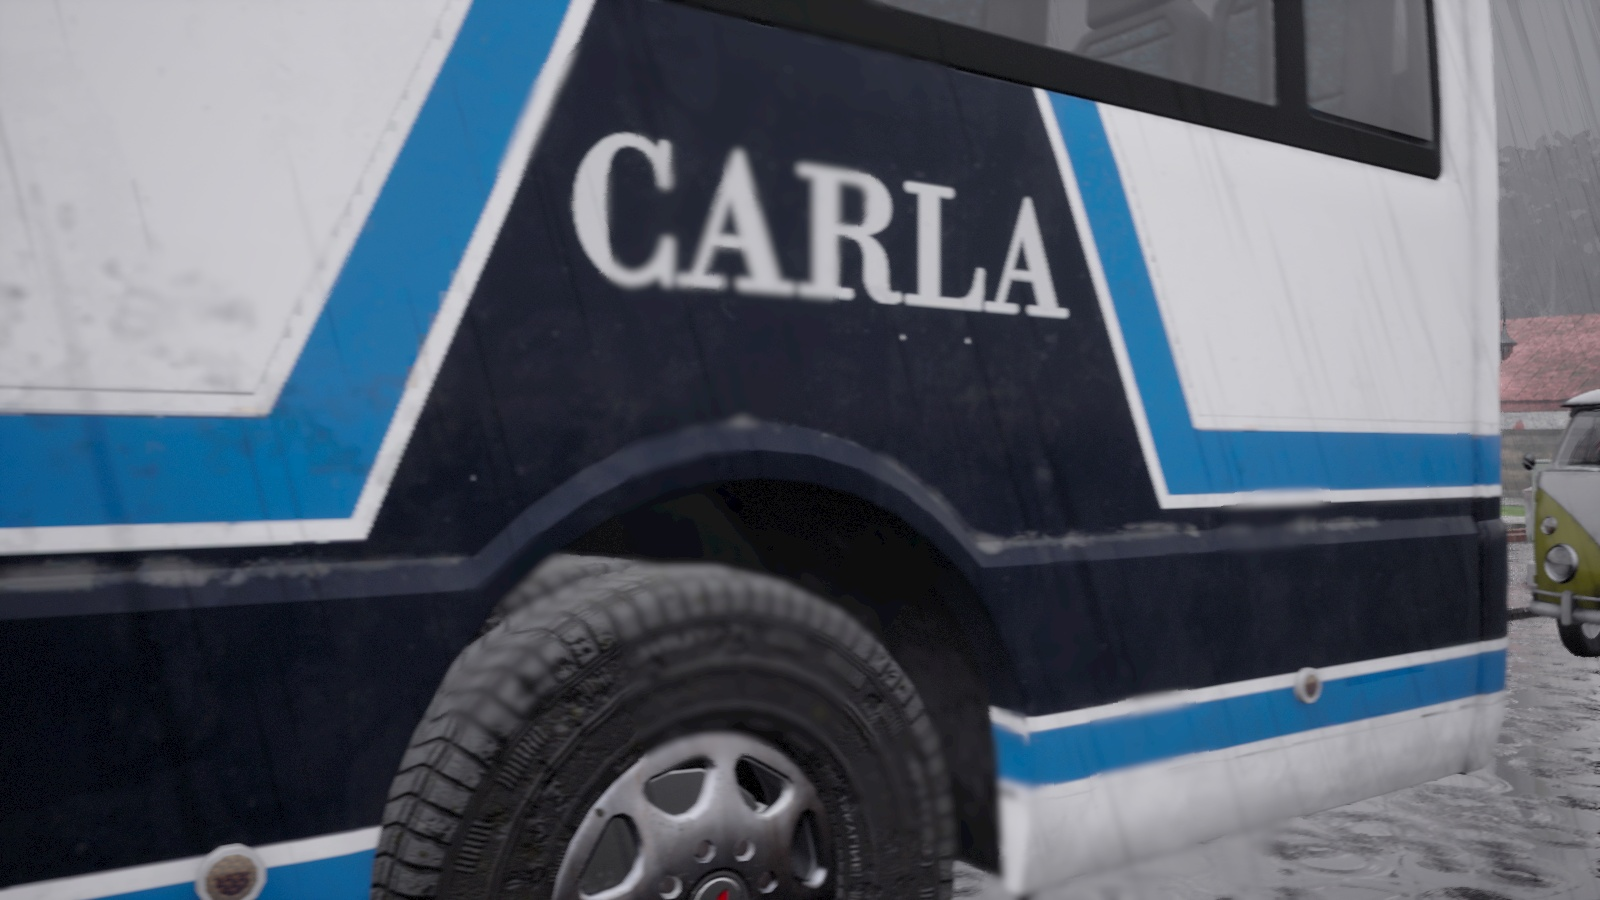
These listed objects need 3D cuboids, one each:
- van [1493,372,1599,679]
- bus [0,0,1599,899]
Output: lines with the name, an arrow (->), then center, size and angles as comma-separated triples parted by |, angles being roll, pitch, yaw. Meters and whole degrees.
van -> 7.136, 0.474, 9.230 | 4.442, 1.987, 1.775 | -1, 0, -35
bus -> -3.162, -0.616, 2.082 | 10.273, 4.253, 3.944 | 0, 0, -35
